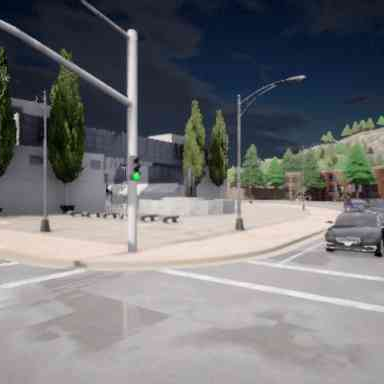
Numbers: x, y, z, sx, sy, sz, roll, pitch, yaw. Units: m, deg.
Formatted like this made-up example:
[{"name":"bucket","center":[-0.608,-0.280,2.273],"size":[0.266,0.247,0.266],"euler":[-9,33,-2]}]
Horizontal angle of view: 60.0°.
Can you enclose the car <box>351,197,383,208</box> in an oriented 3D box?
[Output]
[{"name":"car","center":[26.097,1.555,49.350],"size":[2.033,1.411,5.357],"euler":[0,0,-7]}]

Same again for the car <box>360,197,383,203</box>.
[{"name":"car","center":[15.829,1.356,28.145],"size":[2.097,1.767,4.553],"euler":[0,0,22]}]

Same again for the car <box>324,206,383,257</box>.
[{"name":"car","center":[6.654,1.507,13.223],"size":[1.837,1.490,4.892],"euler":[0,0,35]}]

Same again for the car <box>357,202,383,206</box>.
[{"name":"car","center":[11.668,1.567,20.594],"size":[1.994,1.385,4.181],"euler":[0,0,31]}]

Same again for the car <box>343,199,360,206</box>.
[{"name":"car","center":[18.716,1.533,37.998],"size":[1.812,1.442,4.674],"euler":[0,0,8]}]
